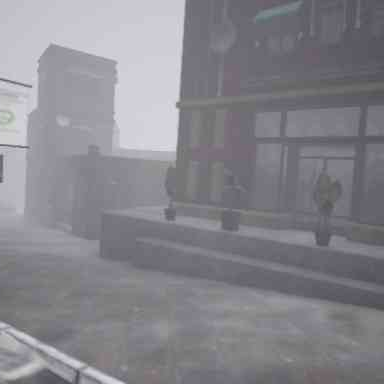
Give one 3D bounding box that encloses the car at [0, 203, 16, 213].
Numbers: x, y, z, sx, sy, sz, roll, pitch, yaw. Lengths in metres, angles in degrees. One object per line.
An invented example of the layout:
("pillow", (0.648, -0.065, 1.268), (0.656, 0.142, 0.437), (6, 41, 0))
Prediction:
("car", (-25.947, 2.125, 44.888), (2.033, 1.411, 5.357), (4, -2, 1))
